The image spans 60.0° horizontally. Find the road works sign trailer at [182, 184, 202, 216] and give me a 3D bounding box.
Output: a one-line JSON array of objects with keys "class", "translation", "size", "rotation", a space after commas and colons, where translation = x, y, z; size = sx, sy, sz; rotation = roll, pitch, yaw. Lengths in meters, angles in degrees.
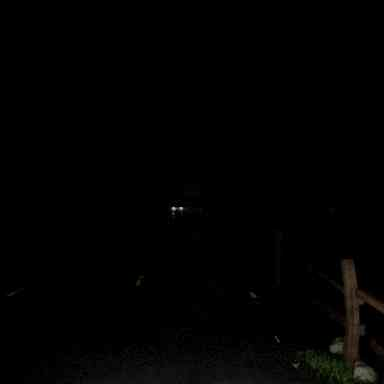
[{"class": "road works sign trailer", "translation": [0.006, 0.908, 38.101], "size": [2.380, 3.560, 2.880], "rotation": [0, -1, 0]}]

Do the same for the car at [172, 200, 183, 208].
[{"class": "car", "translation": [-2.763, 2.307, 64.562], "size": [1.812, 1.442, 4.674], "rotation": [0, -1, 1]}]
